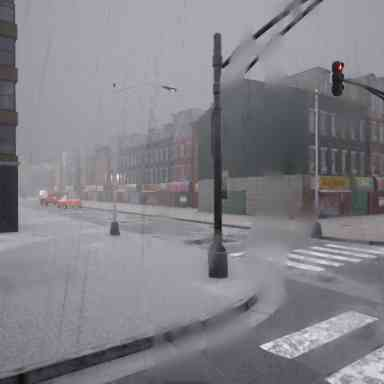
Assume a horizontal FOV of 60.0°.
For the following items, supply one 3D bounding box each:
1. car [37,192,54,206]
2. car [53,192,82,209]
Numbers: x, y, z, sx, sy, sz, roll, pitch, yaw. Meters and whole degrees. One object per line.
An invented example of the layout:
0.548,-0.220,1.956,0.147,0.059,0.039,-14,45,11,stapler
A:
-21.631,1.045,50.922,2.150,2.045,5.566,0,0,-36,car
-15.891,1.206,42.983,2.097,1.767,4.553,0,0,-36,car
